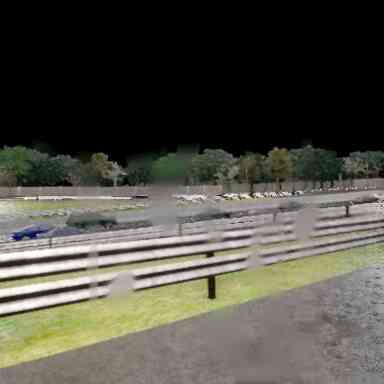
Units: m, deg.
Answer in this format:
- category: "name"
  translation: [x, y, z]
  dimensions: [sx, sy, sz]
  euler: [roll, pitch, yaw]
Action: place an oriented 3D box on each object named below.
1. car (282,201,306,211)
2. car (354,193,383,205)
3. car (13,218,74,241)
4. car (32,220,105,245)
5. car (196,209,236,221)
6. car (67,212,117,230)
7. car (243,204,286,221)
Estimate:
- category: "car"
  translation: [14.895, 1.981, 49.391]
  dimensions: [4.181, 1.385, 1.994]
  euler: [-4, 2, -26]
- category: "car"
  translation: [27.210, 1.258, 51.426]
  dimensions: [4.902, 1.511, 2.128]
  euler: [-3, 2, -26]
- category: "car"
  translation: [-14.170, 3.785, 31.544]
  dimensions: [5.008, 1.535, 1.882]
  euler: [-4, 2, -26]
- category: "car"
  translation: [-10.856, 3.758, 29.253]
  dimensions: [5.357, 1.411, 2.033]
  euler: [-4, 2, -26]
- category: "car"
  translation: [2.920, 2.749, 39.754]
  dimensions: [5.008, 1.535, 1.882]
  euler: [-4, 2, -26]
- category: "car"
  translation: [-11.169, 3.222, 36.867]
  dimensions: [5.566, 2.045, 2.150]
  euler: [-4, 2, -26]
- category: "car"
  translation: [8.030, 2.586, 38.327]
  dimensions: [4.674, 1.442, 1.812]
  euler: [-4, 2, -26]
